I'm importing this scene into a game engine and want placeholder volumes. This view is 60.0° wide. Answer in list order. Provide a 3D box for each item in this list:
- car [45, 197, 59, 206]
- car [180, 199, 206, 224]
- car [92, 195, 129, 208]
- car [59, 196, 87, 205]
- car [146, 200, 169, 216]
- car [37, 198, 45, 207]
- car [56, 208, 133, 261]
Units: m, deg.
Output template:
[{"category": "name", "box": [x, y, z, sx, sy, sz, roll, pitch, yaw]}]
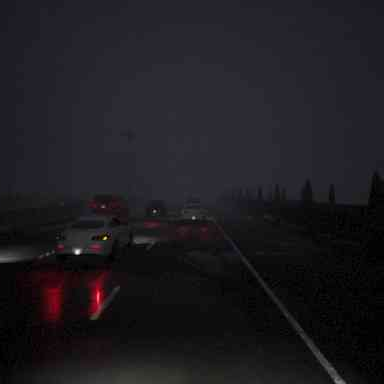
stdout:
[{"category": "car", "box": [-17.569, 1.382, 45.083, 2.097, 1.767, 4.553, 0, 0, 0]}, {"category": "car", "box": [0.106, 1.543, 25.046, 1.812, 1.442, 4.674, 0, 0, 0]}, {"category": "car", "box": [-6.894, 1.241, 28.565, 2.150, 2.045, 5.566, 0, 0, 0]}, {"category": "car", "box": [-14.079, 1.533, 40.678, 1.837, 1.490, 4.892, 0, 0, 0]}, {"category": "car", "box": [-3.394, 1.528, 32.809, 1.837, 1.490, 4.892, 0, 0, 0]}, {"category": "car", "box": [-21.058, 1.527, 49.112, 2.128, 1.511, 4.902, 0, 0, 0]}, {"category": "car", "box": [-3.398, 1.534, 12.180, 1.812, 1.442, 4.674, 0, 0, 0]}]
